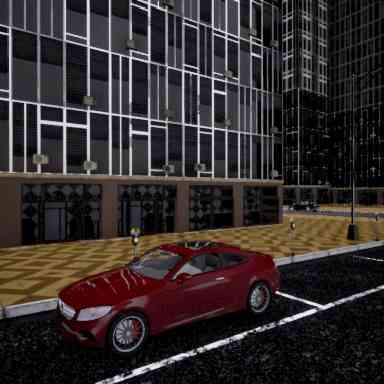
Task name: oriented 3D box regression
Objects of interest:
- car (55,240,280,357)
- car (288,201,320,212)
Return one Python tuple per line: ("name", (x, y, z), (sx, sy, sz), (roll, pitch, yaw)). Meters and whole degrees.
("car", (-0.186, 1.582, 5.969), (4.206, 1.307, 1.802), (0, 0, -36))
("car", (15.183, 1.899, 45.317), (2.008, 1.369, 4.403), (-1, 0, -36))
